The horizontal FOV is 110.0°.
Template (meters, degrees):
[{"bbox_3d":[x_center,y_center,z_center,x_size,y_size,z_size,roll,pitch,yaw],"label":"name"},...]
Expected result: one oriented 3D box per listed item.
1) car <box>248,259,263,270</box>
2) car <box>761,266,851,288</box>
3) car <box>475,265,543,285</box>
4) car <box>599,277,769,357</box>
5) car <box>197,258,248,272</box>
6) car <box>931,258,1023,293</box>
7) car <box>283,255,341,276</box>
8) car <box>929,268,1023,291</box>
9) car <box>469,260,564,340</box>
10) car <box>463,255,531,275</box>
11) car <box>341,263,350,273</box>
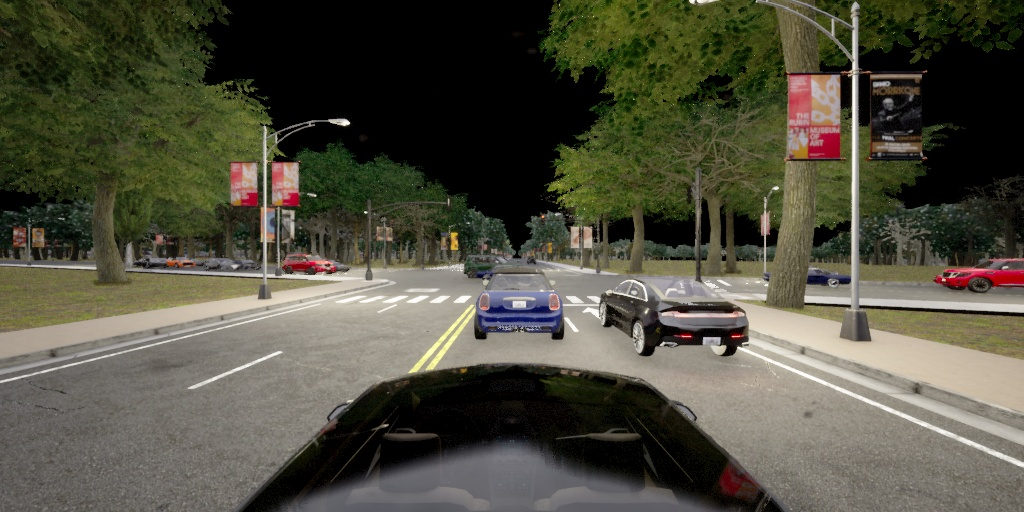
[{"bbox_3d":[-34.149,1.120,45.630,5.357,1.411,2.033,0,0,24],"label":"car"},{"bbox_3d":[20.395,1.478,25.071,4.718,1.301,1.895,0,0,24],"label":"car"},{"bbox_3d":[-0.227,1.363,26.935,4.718,1.301,1.895,0,0,24],"label":"car"},{"bbox_3d":[3.429,1.241,8.562,2.128,1.511,4.902,0,0,0],"label":"car"},{"bbox_3d":[-33.889,1.074,41.950,4.902,1.511,2.128,0,0,24],"label":"car"},{"bbox_3d":[29.309,1.153,21.089,5.566,2.045,2.150,0,0,25],"label":"car"},{"bbox_3d":[-20.329,0.876,35.895,5.566,2.045,2.150,0,0,24],"label":"car"},{"bbox_3d":[31.483,1.537,23.686,4.718,1.301,1.895,0,0,24],"label":"car"},{"bbox_3d":[0.192,1.102,10.150,2.097,1.767,4.553,0,0,1],"label":"car"},{"bbox_3d":[-1.539,0.974,31.077,5.566,2.045,2.150,0,0,24],"label":"car"},{"bbox_3d":[-19.983,1.154,39.304,4.892,1.490,1.837,0,0,24],"label":"car"}]
